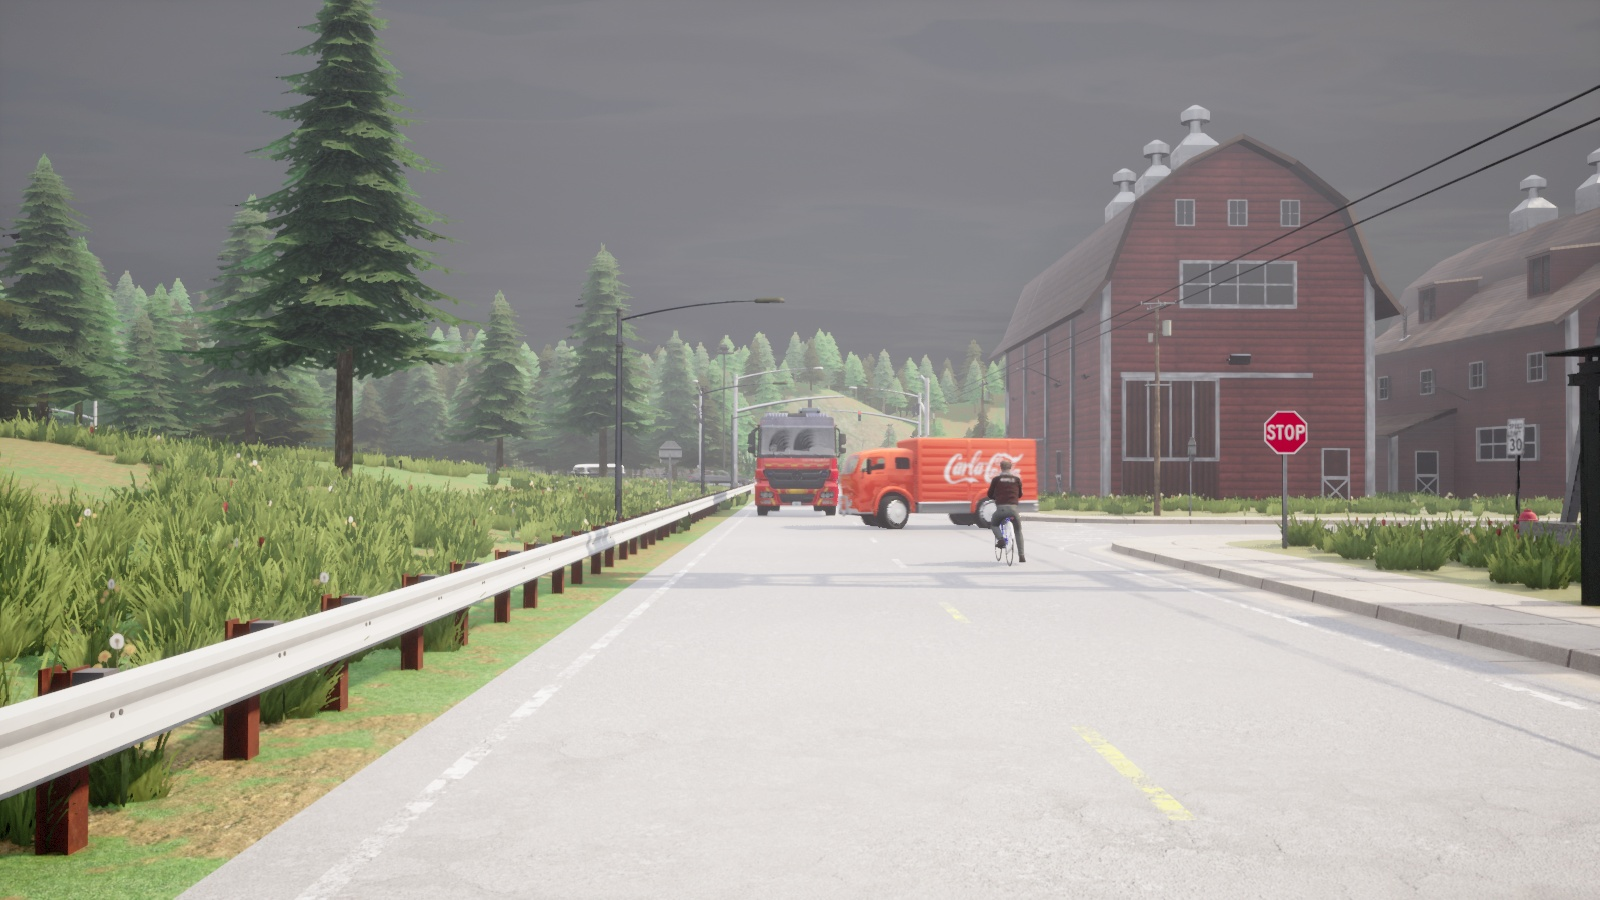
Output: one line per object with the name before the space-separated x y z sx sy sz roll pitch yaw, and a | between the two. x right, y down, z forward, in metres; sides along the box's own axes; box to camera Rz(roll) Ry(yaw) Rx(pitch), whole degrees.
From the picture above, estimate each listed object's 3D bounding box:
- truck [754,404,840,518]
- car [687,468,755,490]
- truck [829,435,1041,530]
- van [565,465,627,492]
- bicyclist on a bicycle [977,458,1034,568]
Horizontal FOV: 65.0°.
truck | -0.107 0.428 46.394 2.891 3.827 8.468 0 -1 0
car | -5.918 2.172 94.085 5.027 1.651 2.152 0 -1 -2
truck | 3.662 0.889 34.651 5.204 2.467 2.627 0 -2 -12
van | -15.778 2.206 97.365 4.480 2.038 2.069 0 -1 -1
bicyclist on a bicycle | 3.452 1.027 21.235 0.659 1.776 1.843 0 -1 0
